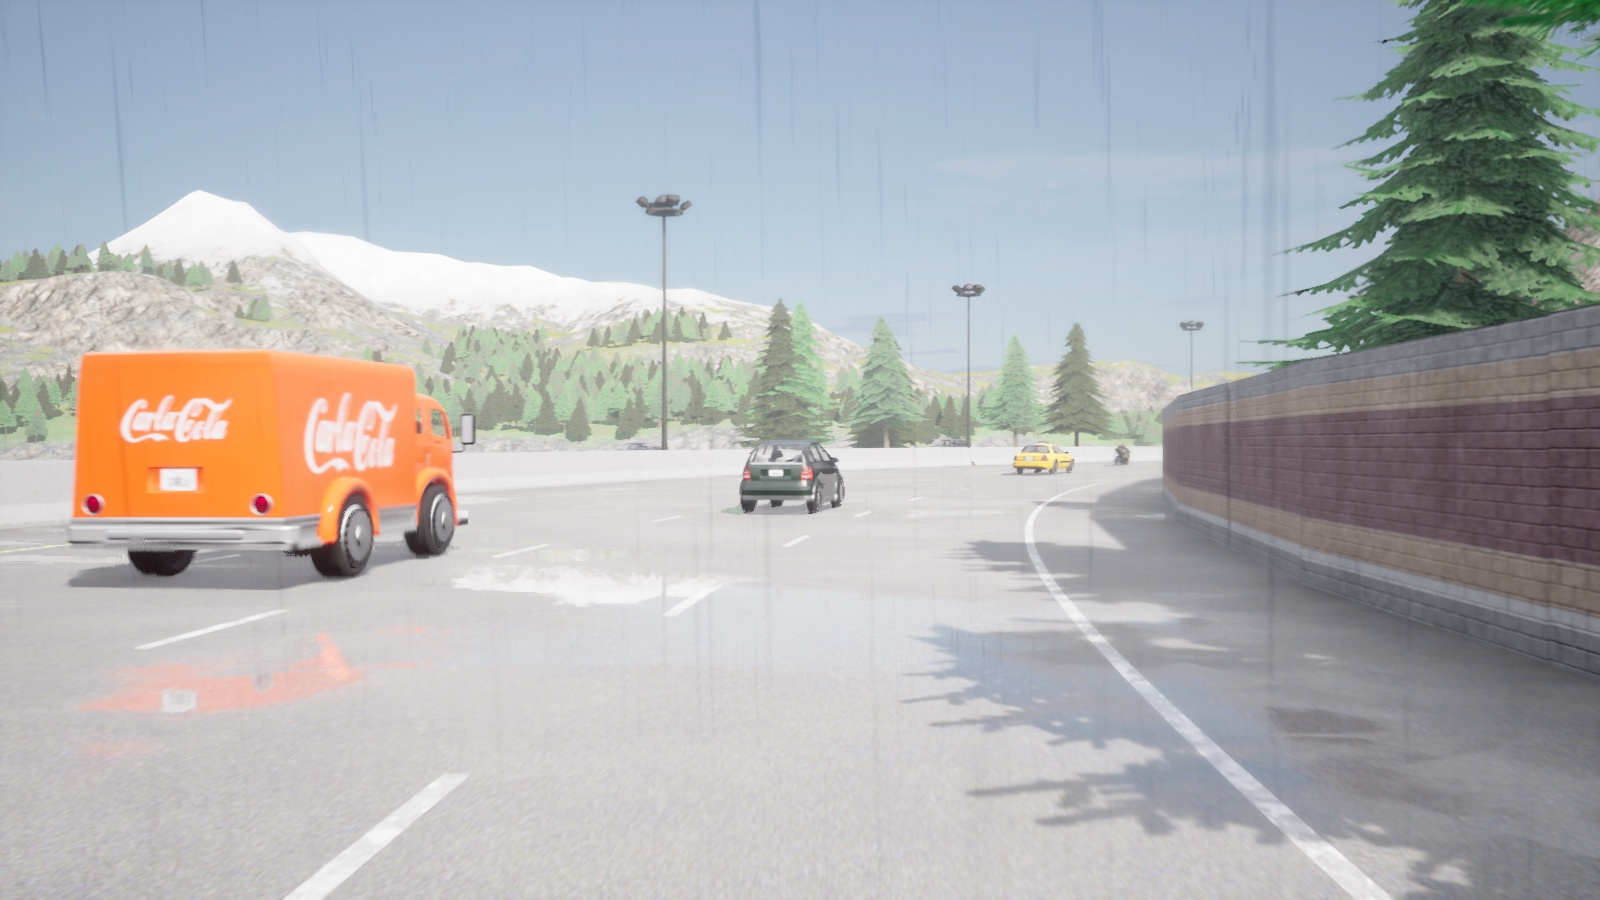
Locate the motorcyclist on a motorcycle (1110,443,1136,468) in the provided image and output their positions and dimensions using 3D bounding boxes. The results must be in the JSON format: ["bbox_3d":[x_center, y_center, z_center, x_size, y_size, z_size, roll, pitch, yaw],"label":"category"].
[{"bbox_3d":[20.900,0.346,81.182,0.866,1.530,2.191,1,1,37],"label":"motorcyclist on a motorcycle"}]

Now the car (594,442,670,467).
[{"bbox_3d":[-10.381,0.252,77.976,2.128,1.511,4.902,0,0,30],"label":"car"}]

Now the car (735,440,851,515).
[{"bbox_3d":[-0.081,0.567,28.011,1.789,1.549,3.705,0,0,13],"label":"car"}]

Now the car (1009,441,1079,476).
[{"bbox_3d":[11.711,0.360,60.010,1.801,1.575,5.366,0,0,27],"label":"car"}]

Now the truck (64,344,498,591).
[{"bbox_3d":[-5.913,0.167,15.304,2.627,2.467,5.204,0,0,7],"label":"truck"}]
